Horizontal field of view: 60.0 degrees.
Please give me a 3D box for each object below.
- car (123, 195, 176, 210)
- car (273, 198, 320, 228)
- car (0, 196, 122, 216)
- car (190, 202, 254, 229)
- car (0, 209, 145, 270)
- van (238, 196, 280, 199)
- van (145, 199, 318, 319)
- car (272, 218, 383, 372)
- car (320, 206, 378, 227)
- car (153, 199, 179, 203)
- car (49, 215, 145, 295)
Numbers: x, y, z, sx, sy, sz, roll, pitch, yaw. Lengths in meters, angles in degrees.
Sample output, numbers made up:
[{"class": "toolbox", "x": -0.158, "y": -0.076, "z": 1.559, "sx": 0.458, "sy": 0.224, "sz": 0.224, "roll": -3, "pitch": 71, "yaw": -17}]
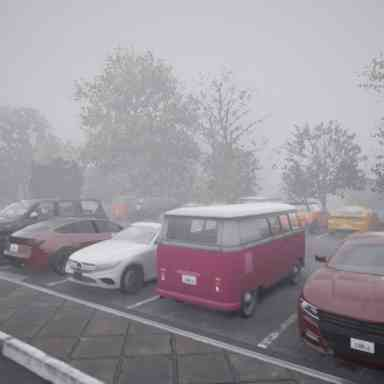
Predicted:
[{"class": "car", "x": -2.301, "y": 1.263, "z": 26.063, "sx": 2.435, "sy": 2.045, "sz": 5.566, "roll": -1, "pitch": 0, "yaw": 36}, {"class": "car", "x": 6.662, "y": 1.367, "z": 19.554, "sx": 2.185, "sy": 1.767, "sz": 4.553, "roll": 0, "pitch": 0, "yaw": 36}, {"class": "car", "x": -5.636, "y": 1.249, "z": 12.286, "sx": 2.435, "sy": 2.045, "sz": 5.566, "roll": 0, "pitch": 0, "yaw": 36}, {"class": "car", "x": 2.176, "y": 1.501, "z": 22.806, "sx": 2.231, "sy": 1.521, "sz": 4.892, "roll": 0, "pitch": 0, "yaw": 36}, {"class": "car", "x": -3.346, "y": 1.526, "z": 10.713, "sx": 2.163, "sy": 1.488, "sz": 4.792, "roll": 0, "pitch": 0, "yaw": 36}, {"class": "van", "x": 4.499, "y": 1.270, "z": 21.290, "sx": 1.878, "sy": 1.987, "sz": 4.442, "roll": 0, "pitch": 0, "yaw": 36}, {"class": "van", "x": 1.214, "y": 1.263, "z": 7.546, "sx": 1.878, "sy": 1.987, "sz": 4.442, "roll": 0, "pitch": 0, "yaw": 36}, {"class": "car", "x": 3.405, "y": 1.485, "z": 5.836, "sx": 2.097, "sy": 1.535, "sz": 5.008, "roll": 0, "pitch": 0, "yaw": 36}, {"class": "car", "x": 8.827, "y": 1.489, "z": 18.033, "sx": 2.097, "sy": 1.535, "sz": 5.008, "roll": 0, "pitch": 0, "yaw": 36}, {"class": "car", "x": -0.176, "y": 1.502, "z": 24.275, "sx": 1.946, "sy": 1.575, "sz": 5.366, "roll": 0, "pitch": 0, "yaw": 36}, {"class": "car", "x": -1.107, "y": 1.533, "z": 9.073, "sx": 2.002, "sy": 1.452, "sz": 4.674, "roll": 0, "pitch": 0, "yaw": 36}]
